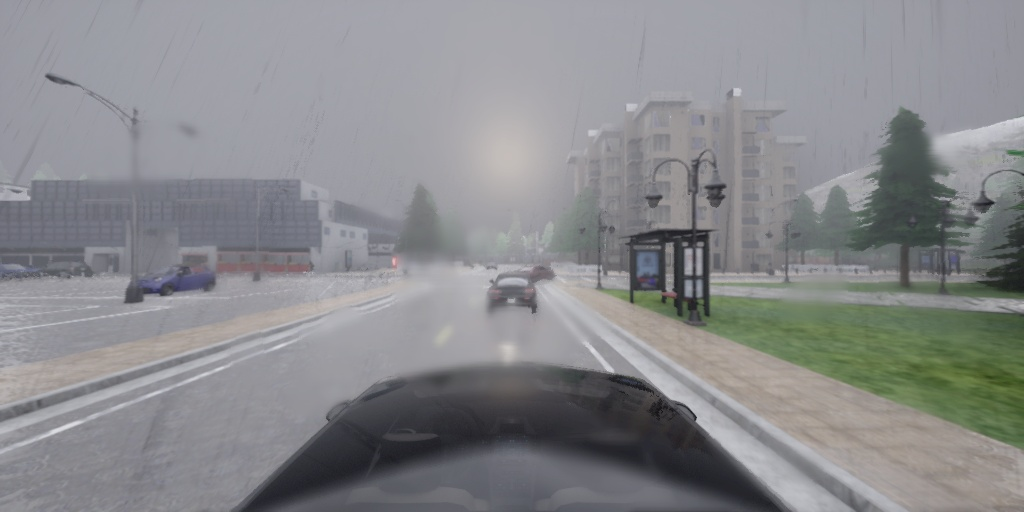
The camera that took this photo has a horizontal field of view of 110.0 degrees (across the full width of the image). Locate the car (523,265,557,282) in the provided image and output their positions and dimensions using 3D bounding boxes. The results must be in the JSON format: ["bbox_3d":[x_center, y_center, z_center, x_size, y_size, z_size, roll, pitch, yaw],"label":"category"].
[{"bbox_3d":[1.958,1.473,29.445,1.812,1.442,4.674,-1,-1,33],"label":"car"}]

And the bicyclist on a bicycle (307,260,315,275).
[{"bbox_3d":[-22.363,1.310,39.887,0.582,1.620,1.656,0,0,1],"label":"bicyclist on a bicycle"}]

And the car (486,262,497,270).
[{"bbox_3d":[-3.518,1.735,62.567,2.033,1.411,5.357,0,0,1],"label":"car"}]

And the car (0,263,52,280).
[{"bbox_3d":[-45.845,1.436,32.685,5.008,1.535,1.882,0,0,1],"label":"car"}]

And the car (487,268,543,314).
[{"bbox_3d":[0.052,1.366,14.234,1.812,1.442,4.674,0,0,1],"label":"car"}]

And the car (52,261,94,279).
[{"bbox_3d":[-45.499,1.339,36.281,4.553,1.767,2.097,0,0,1],"label":"car"}]
